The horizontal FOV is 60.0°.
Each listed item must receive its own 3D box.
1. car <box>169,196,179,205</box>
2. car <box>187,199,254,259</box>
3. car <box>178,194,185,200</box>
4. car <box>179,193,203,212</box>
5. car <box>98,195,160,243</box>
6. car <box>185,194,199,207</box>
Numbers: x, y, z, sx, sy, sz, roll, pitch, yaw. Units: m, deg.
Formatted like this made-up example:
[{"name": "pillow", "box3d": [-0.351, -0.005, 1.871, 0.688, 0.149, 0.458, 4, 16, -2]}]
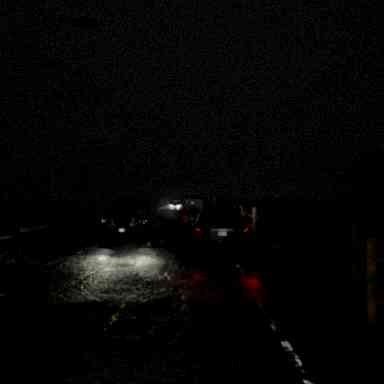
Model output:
[{"name": "car", "box3d": [-2.794, 1.397, 56.978, 2.128, 1.511, 4.902, 0, 0, 0]}, {"name": "car", "box3d": [0.965, 1.324, 12.598, 2.097, 1.767, 4.553, 0, 0, 0]}, {"name": "car", "box3d": [-2.727, 1.394, 87.637, 1.837, 1.490, 4.892, 0, 0, 0]}, {"name": "car", "box3d": [0.062, 1.153, 36.987, 2.150, 2.045, 5.566, 0, 0, 0]}, {"name": "car", "box3d": [-2.846, 1.186, 16.248, 2.150, 2.045, 5.566, 0, 0, 0]}, {"name": "car", "box3d": [0.015, 1.265, 49.740, 2.097, 1.767, 4.553, 0, 0, 0]}]
